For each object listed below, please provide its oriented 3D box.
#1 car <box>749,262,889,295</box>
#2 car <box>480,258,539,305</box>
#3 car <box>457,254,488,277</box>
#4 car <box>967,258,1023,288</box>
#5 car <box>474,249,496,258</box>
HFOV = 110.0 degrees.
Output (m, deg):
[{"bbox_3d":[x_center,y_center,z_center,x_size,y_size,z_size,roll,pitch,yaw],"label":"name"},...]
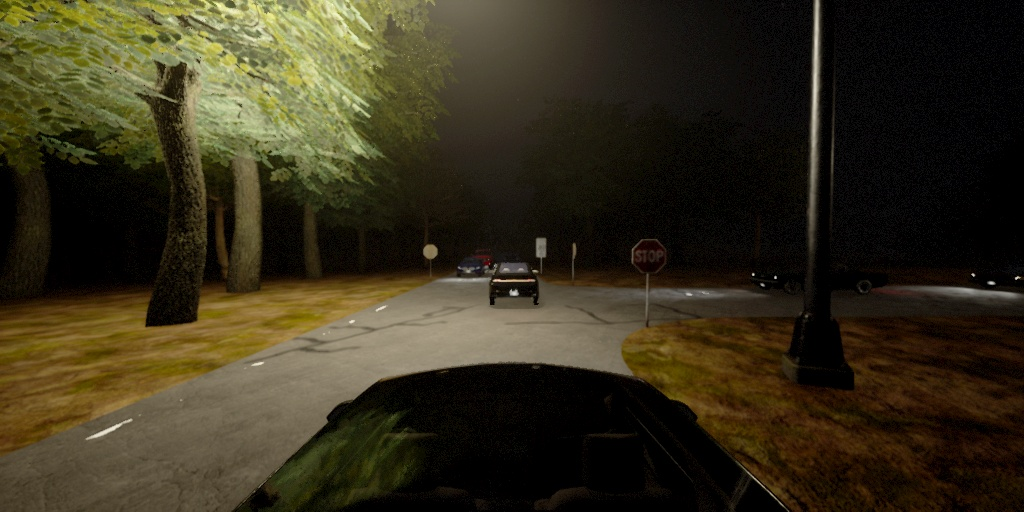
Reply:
[{"bbox_3d":[13.207,0.930,15.702,4.718,1.301,1.895,-1,2,1],"label":"car"},{"bbox_3d":[0.068,1.013,14.700,2.128,1.511,4.902,0,1,0],"label":"car"},{"bbox_3d":[-3.158,0.801,28.135,1.812,1.442,4.674,0,1,0],"label":"car"},{"bbox_3d":[23.458,0.746,15.638,5.357,1.411,2.033,-1,2,-2],"label":"car"},{"bbox_3d":[-3.176,0.296,38.754,2.150,2.045,5.566,0,1,0],"label":"car"}]
